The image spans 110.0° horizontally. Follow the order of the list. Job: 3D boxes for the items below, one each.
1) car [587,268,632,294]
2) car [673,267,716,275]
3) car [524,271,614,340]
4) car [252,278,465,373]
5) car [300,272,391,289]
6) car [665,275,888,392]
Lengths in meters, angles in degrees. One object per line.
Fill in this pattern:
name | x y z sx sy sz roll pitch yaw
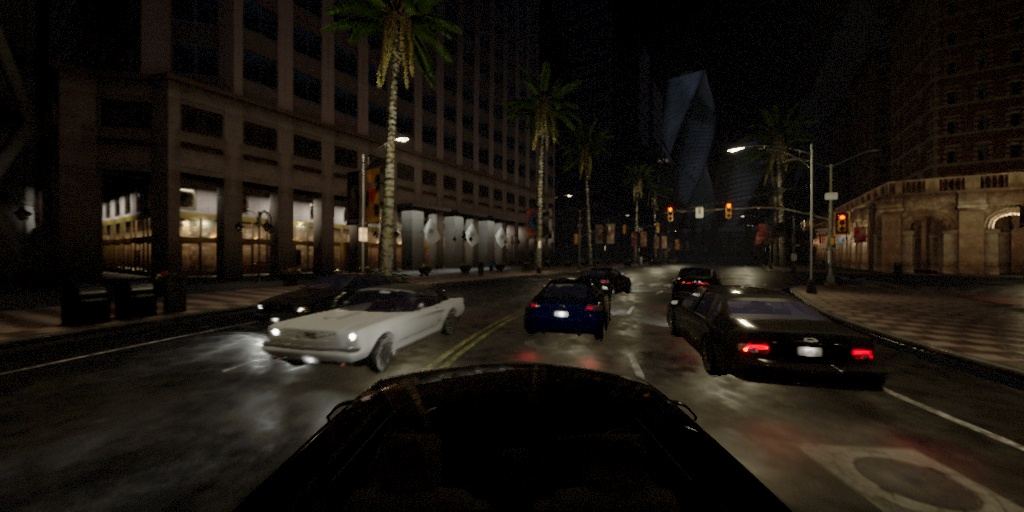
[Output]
car | 4.701 1.287 18.416 1.994 1.385 4.181 0 0 34
car | 8.327 1.244 16.107 1.837 1.490 4.892 0 0 30
car | 1.717 1.298 10.150 1.994 1.385 4.181 0 0 17
car | -2.695 1.327 7.805 1.895 1.301 4.718 0 0 13
car | -5.283 1.257 11.743 2.033 1.411 5.357 0 0 18
car | 4.460 1.297 7.135 2.033 1.411 5.357 0 0 13
